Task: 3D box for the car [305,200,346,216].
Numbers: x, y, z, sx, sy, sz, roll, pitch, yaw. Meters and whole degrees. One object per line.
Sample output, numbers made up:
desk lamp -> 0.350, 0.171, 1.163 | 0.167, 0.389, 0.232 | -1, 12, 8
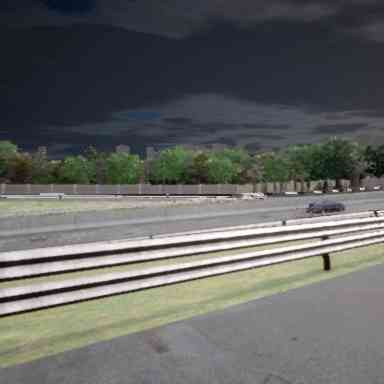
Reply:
car -> 15.379, 1.960, 38.204 | 4.718, 1.301, 1.895 | -3, 2, -26
